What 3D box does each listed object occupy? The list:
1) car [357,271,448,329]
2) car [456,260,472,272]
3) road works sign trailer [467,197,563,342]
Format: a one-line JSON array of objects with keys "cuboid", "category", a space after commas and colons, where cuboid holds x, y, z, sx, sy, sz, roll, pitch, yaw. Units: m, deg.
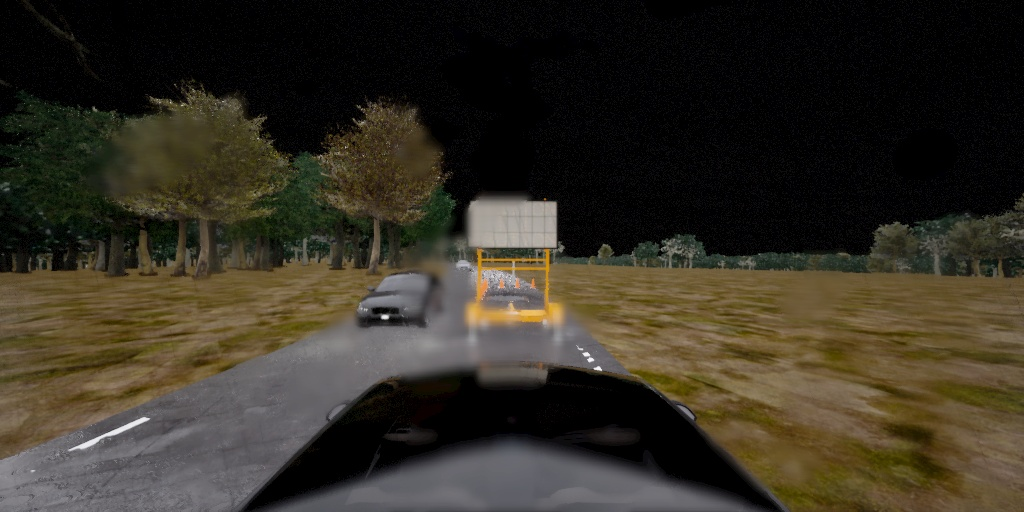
[{"cuboid": [-3.193, 1.255, 11.279, 1.837, 1.490, 4.892, 0, 0, -1], "category": "car"}, {"cuboid": [-6.342, 1.297, 47.332, 1.812, 1.442, 4.674, 0, 0, -9], "category": "car"}, {"cuboid": [0.040, 0.217, 9.790, 2.380, 3.560, 2.880, 0, 0, -2], "category": "road works sign trailer"}]
